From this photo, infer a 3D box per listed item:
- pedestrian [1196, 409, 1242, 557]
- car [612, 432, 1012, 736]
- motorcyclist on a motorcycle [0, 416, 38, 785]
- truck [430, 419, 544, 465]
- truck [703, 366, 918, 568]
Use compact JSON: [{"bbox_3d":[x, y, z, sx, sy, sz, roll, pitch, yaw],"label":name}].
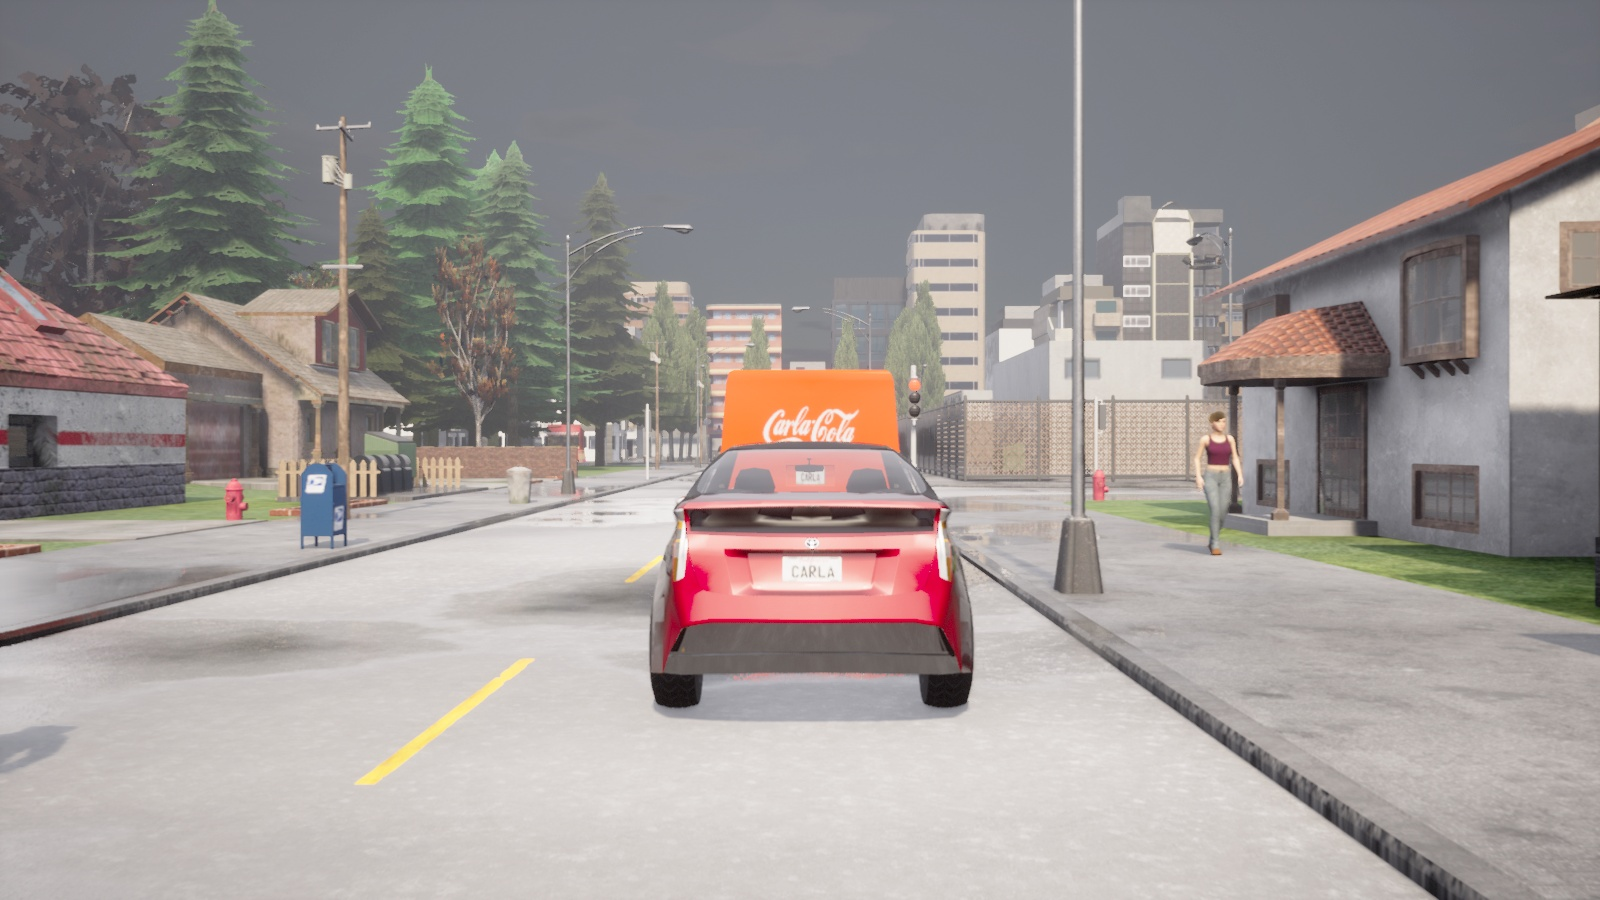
[{"bbox_3d":[5.276,0.406,15.830,0.345,1.836,0.594,0,0,-4],"label":"pedestrian"},{"bbox_3d":[0.066,0.664,8.565,2.007,1.525,4.514,0,0,0],"label":"car"},{"bbox_3d":[-3.959,0.678,4.702,0.766,1.649,2.350,0,0,0],"label":"motorcyclist on a motorcycle"},{"bbox_3d":[-23.750,-0.587,95.523,7.936,3.462,2.891,0,0,2],"label":"truck"},{"bbox_3d":[0.124,0.198,17.931,2.627,2.467,5.204,0,0,0],"label":"truck"}]
